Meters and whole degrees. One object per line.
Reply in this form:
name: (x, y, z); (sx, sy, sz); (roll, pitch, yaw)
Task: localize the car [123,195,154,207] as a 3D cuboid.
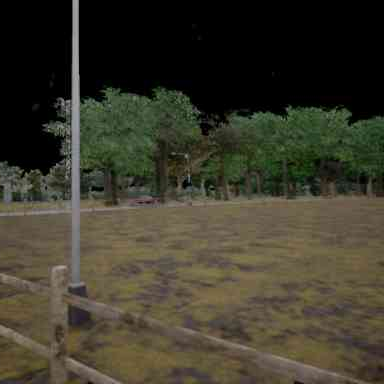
car: (-7.700, 1.236, 47.973); (2.097, 1.767, 4.553); (-2, -1, 45)
